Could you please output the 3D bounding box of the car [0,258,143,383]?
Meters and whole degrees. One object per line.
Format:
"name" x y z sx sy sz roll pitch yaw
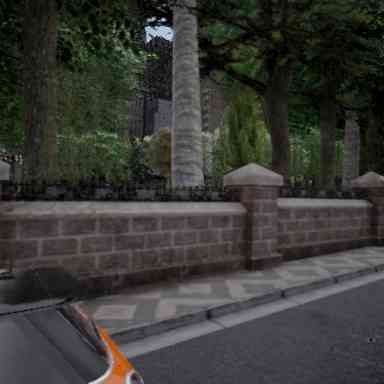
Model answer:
"car" -2.466 1.351 1.569 4.553 1.767 2.097 0 0 -33
